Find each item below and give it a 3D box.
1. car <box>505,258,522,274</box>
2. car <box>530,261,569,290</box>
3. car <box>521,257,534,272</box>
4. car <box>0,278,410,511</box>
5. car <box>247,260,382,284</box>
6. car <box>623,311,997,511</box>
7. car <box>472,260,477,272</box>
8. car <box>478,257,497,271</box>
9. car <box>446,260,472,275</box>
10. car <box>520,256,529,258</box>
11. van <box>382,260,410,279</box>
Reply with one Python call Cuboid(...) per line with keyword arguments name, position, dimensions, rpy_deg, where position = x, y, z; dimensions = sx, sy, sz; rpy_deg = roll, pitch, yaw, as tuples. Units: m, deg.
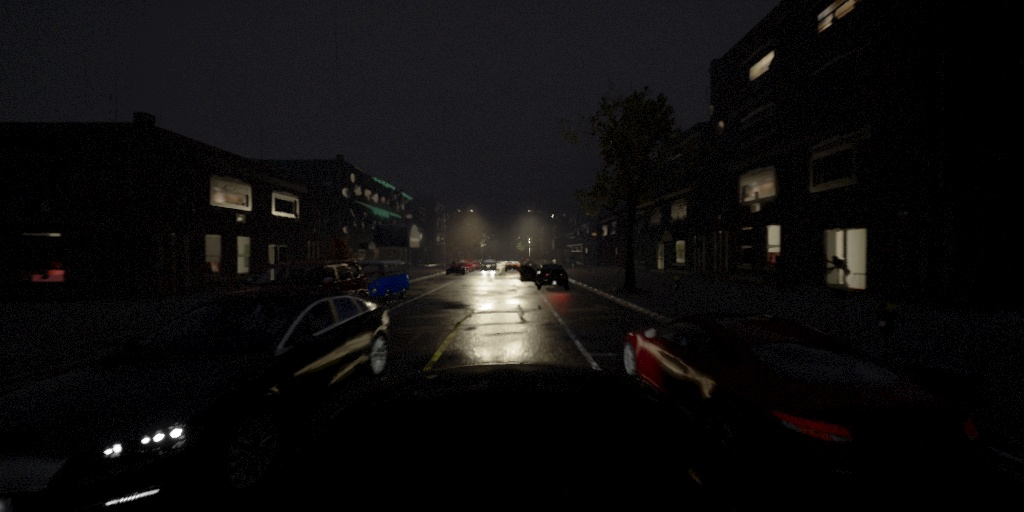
Cuboid(name="car", position=(0.047, 1.306, 46.389), dimensions=(1.895, 1.301, 4.718), rpy_deg=(0, 0, 1))
Cuboid(name="car", position=(2.357, 1.235, 22.310), dimensions=(1.837, 1.490, 4.892), rpy_deg=(0, 0, 0))
Cuboid(name="car", position=(2.701, 1.263, 54.322), dimensions=(1.948, 1.339, 4.313), rpy_deg=(0, 0, 0))
Cuboid(name="car", position=(-3.100, 1.239, 4.552), dimensions=(2.128, 1.511, 4.902), rpy_deg=(0, 0, 0))
Cuboid(name="car", position=(-5.686, 1.057, 9.934), dimensions=(2.192, 1.841, 5.009), rpy_deg=(0, 0, 0))
Cuboid(name="car", position=(2.694, 1.329, 4.387), dimensions=(1.802, 1.307, 4.207), rpy_deg=(0, 0, 0))
Cuboid(name="car", position=(-5.681, 1.254, 43.224), dimensions=(1.888, 1.381, 4.507), rpy_deg=(0, 0, 0))
Cuboid(name="car", position=(-3.058, 1.195, 49.073), dimensions=(2.128, 1.511, 4.902), rpy_deg=(0, 0, 0))
Cuboid(name="car", position=(-5.683, 1.155, 37.676), dimensions=(1.967, 1.591, 4.097), rpy_deg=(0, 0, 0))
Cuboid(name="car", position=(2.702, 1.217, 60.039), dimensions=(1.751, 1.417, 4.829), rpy_deg=(0, 0, 0))
Cuboid(name="van", position=(-5.686, 1.078, 15.482), dimensions=(1.690, 1.789, 3.998), rpy_deg=(0, 0, 0))
